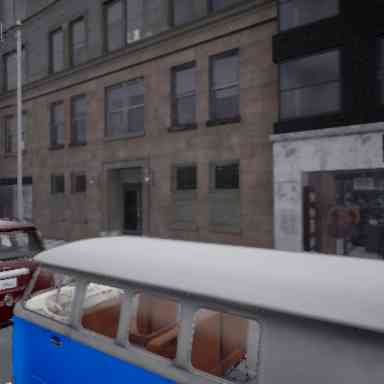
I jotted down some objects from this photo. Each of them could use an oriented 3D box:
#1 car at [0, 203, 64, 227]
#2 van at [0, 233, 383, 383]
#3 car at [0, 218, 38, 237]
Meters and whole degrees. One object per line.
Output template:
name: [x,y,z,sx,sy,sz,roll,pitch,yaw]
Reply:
car: [-12.608,1.716,25.650,1.837,1.490,4.892,-1,0,35]
van: [0.099,1.357,2.742,3.998,1.788,1.690,-1,-1,36]
car: [-4.521,1.396,6.044,5.009,1.841,2.192,-1,-1,36]
